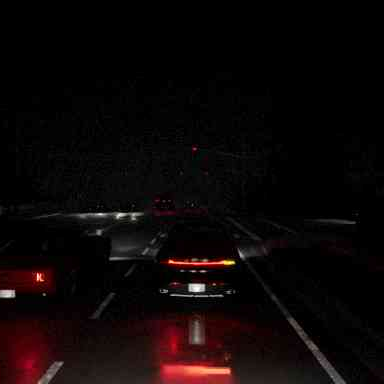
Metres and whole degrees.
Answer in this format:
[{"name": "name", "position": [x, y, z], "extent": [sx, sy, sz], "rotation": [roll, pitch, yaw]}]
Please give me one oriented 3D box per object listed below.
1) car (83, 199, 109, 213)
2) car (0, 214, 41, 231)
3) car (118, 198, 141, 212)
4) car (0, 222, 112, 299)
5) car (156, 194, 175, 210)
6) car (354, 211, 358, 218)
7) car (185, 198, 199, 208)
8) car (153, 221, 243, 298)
[{"name": "car", "position": [-10.612, 1.525, 37.049], "extent": [1.812, 1.442, 4.674], "rotation": [0, 0, 0]}, {"name": "car", "position": [-7.111, 1.564, 12.653], "extent": [1.994, 1.385, 4.181], "rotation": [0, 0, 0]}, {"name": "car", "position": [-7.117, 1.477, 38.110], "extent": [1.882, 1.535, 5.008], "rotation": [0, 0, 0]}, {"name": "car", "position": [-3.420, 1.601, 8.394], "extent": [1.895, 1.301, 4.718], "rotation": [0, 0, 0]}, {"name": "car", "position": [-3.435, 1.222, 43.210], "extent": [2.150, 2.045, 5.566], "rotation": [0, 0, 0]}, {"name": "car", "position": [14.839, 1.466, 25.101], "extent": [4.892, 1.490, 1.837], "rotation": [0, 0, -1]}, {"name": "car", "position": [0.066, 1.526, 47.140], "extent": [1.812, 1.442, 4.674], "rotation": [0, 0, 0]}, {"name": "car", "position": [0.188, 1.505, 8.508], "extent": [1.837, 1.490, 4.892], "rotation": [0, 0, 2]}]
